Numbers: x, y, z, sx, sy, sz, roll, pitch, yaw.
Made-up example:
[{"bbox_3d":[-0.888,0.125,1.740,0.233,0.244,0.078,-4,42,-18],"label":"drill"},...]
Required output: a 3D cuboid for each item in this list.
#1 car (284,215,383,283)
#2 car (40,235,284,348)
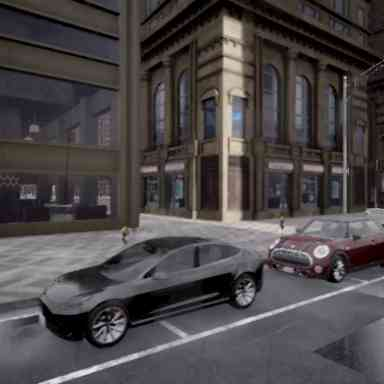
[{"bbox_3d":[4.060,1.439,9.570,4.097,1.590,1.967,0,0,-36],"label":"car"},{"bbox_3d":[-0.492,1.565,6.305,4.313,1.339,1.947,0,0,-36],"label":"car"}]
